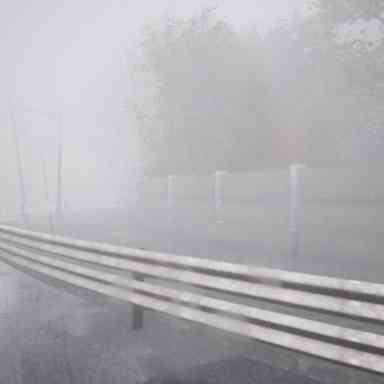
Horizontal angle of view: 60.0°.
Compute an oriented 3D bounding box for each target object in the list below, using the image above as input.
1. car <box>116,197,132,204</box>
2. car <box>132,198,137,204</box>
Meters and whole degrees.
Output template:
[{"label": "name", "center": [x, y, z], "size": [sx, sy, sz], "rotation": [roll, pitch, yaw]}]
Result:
[{"label": "car", "center": [-15.403, 1.901, 73.326], "size": [1.837, 1.490, 4.892], "rotation": [0, -1, 5]}, {"label": "car", "center": [-14.507, 2.137, 83.186], "size": [1.882, 1.535, 5.008], "rotation": [0, 0, 5]}]
